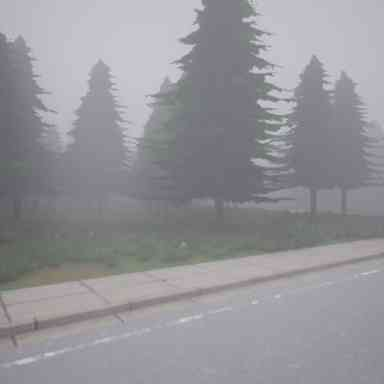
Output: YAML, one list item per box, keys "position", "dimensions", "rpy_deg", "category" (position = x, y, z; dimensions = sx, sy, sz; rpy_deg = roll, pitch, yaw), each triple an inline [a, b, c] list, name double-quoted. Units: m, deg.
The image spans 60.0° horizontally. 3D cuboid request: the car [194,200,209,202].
- position: [1.440, 1.891, 60.229]
  dimensions: [1.837, 1.490, 4.892]
  rpy_deg: [1, -1, -34]
  category: "car"
